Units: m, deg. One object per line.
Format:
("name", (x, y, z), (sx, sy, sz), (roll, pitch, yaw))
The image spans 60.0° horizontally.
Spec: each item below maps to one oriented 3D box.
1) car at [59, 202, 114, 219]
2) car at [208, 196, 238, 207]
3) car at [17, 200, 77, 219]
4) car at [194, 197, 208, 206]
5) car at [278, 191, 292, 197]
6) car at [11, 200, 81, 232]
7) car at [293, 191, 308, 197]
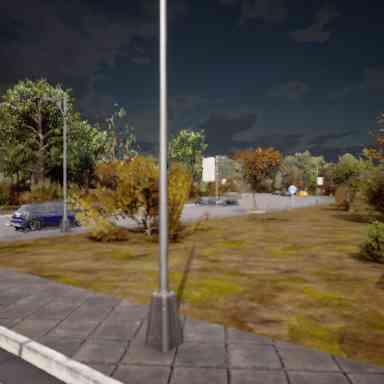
("car", (-9.867, 1.702, 31.359), (1.895, 1.301, 4.718), (0, 0, 39))
("car", (5.111, 1.381, 50.003), (2.128, 1.511, 4.902), (0, 1, 39))
("car", (-13.826, 1.595, 32.017), (1.882, 1.535, 5.008), (0, 0, 39))
("car", (2.522, 1.446, 52.361), (2.033, 1.411, 5.357), (0, 1, 39))
("car", (24.930, 0.574, 87.638), (1.994, 1.385, 4.181), (0, 1, 1))
("car", (-8.881, 1.428, 21.243), (2.097, 1.767, 4.553), (0, 0, 39))
("car", (28.316, 0.519, 85.670), (1.882, 1.535, 5.008), (0, 1, 1))
